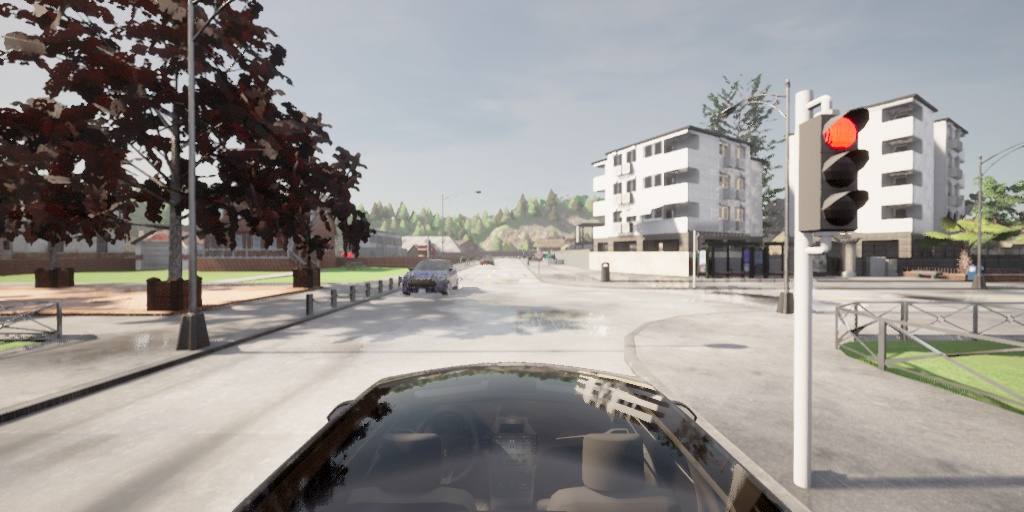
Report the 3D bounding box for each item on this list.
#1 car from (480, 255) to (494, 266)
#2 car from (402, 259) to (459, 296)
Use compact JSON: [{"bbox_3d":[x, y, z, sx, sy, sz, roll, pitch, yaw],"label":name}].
[{"bbox_3d":[-3.977,0.670,58.287,2.097,1.767,4.553,0,0,0],"label":"car"},{"bbox_3d":[-3.994,0.947,18.153,2.097,1.767,4.553,0,0,0],"label":"car"}]
